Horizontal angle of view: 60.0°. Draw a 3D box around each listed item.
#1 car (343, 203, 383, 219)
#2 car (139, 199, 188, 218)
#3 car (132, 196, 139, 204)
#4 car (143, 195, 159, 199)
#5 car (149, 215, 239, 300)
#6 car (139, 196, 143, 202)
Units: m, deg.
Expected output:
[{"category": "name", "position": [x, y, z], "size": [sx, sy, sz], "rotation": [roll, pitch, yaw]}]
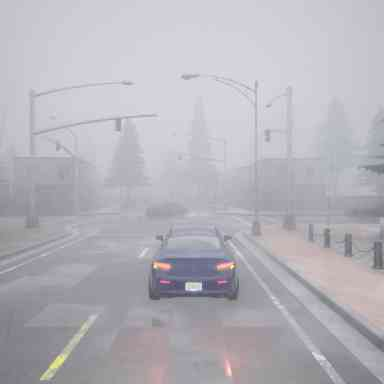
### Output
[{"category": "car", "position": [15.443, 1.585, 28.132], "size": [4.718, 1.301, 1.895], "rotation": [0, 0, 2]}, {"category": "car", "position": [-2.222, 1.541, 29.497], "size": [1.994, 1.385, 4.181], "rotation": [1, 0, 39]}, {"category": "car", "position": [-10.082, 1.470, 62.777], "size": [1.837, 1.490, 4.892], "rotation": [0, 0, -23]}, {"category": "car", "position": [-4.938, 1.443, 43.084], "size": [1.882, 1.535, 5.008], "rotation": [0, 0, -6]}, {"category": "car", "position": [0.041, 1.526, 8.256], "size": [1.812, 1.442, 4.674], "rotation": [0, 0, 0]}, {"category": "car", "position": [-6.689, 1.318, 52.971], "size": [2.097, 1.767, 4.553], "rotation": [0, 0, -15]}]
